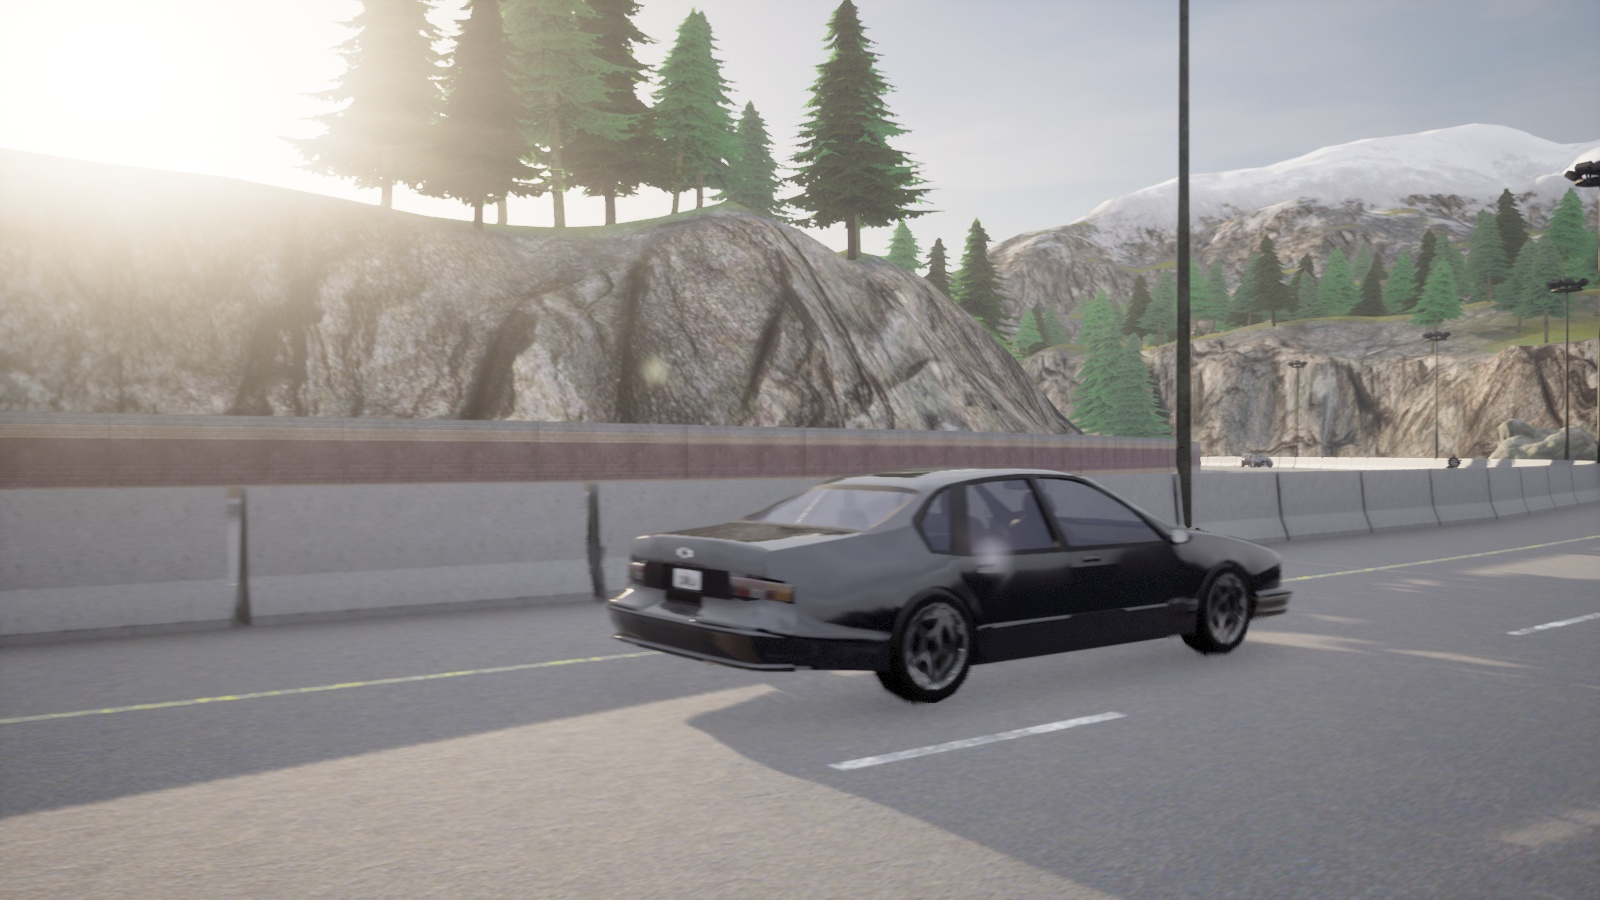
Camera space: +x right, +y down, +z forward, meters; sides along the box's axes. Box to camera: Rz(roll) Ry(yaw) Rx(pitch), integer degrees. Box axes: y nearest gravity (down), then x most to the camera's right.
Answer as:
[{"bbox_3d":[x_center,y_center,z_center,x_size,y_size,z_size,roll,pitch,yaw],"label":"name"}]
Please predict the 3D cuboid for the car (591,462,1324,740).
[{"bbox_3d":[1.380,0.814,9.025,5.357,1.411,2.033,0,0,-38],"label":"car"}]
